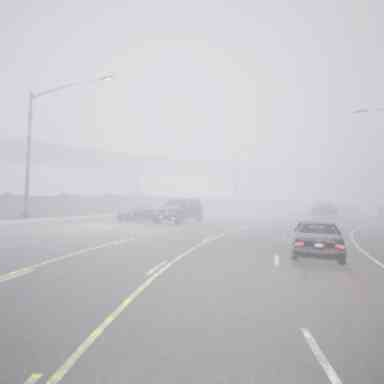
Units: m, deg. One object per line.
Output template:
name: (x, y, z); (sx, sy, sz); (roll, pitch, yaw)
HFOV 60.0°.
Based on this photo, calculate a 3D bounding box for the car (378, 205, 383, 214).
car: (30.806, 2.730, 51.670); (4.902, 1.511, 2.128); (2, -2, -36)

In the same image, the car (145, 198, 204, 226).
car: (-0.991, 1.478, 26.160); (2.150, 2.045, 5.566); (1, -1, 27)

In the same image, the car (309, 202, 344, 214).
car: (16.153, 2.255, 40.114); (1.882, 1.535, 5.008); (0, -1, 43)

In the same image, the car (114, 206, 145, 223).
car: (-4.242, 1.804, 27.446); (1.895, 1.301, 4.718); (1, -1, 27)

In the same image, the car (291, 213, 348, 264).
car: (4.881, 1.791, 12.987); (2.033, 1.411, 5.357); (1, -1, 19)

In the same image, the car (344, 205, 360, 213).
car: (26.848, 2.866, 57.271); (5.357, 1.411, 2.033); (2, -2, -36)
